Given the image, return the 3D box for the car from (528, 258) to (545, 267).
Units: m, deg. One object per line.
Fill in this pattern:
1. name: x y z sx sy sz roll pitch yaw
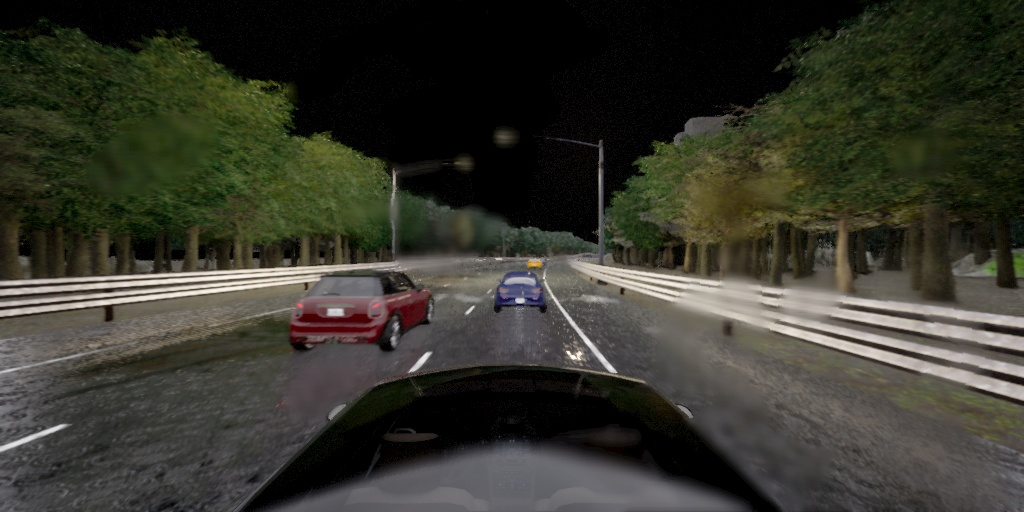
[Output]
1. car: 3.348 1.073 52.260 1.882 1.535 5.008 0 0 7

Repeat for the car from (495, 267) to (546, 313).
1. car: 0.343 1.335 14.371 1.812 1.442 4.674 0 0 2

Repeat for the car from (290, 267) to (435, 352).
1. car: -3.441 1.129 9.204 2.097 1.767 4.553 0 0 1
